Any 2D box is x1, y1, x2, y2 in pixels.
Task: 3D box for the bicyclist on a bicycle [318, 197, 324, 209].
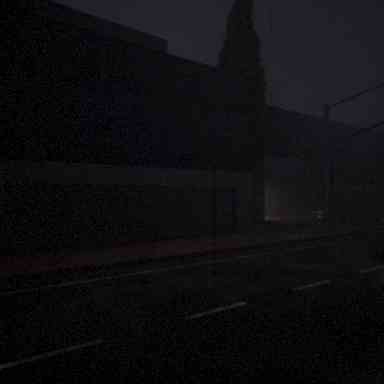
[{"bbox_3d":[17.203,1.455,43.978,1.656,1.620,0.582,0,0,-37],"label":"bicyclist on a bicycle"}]
